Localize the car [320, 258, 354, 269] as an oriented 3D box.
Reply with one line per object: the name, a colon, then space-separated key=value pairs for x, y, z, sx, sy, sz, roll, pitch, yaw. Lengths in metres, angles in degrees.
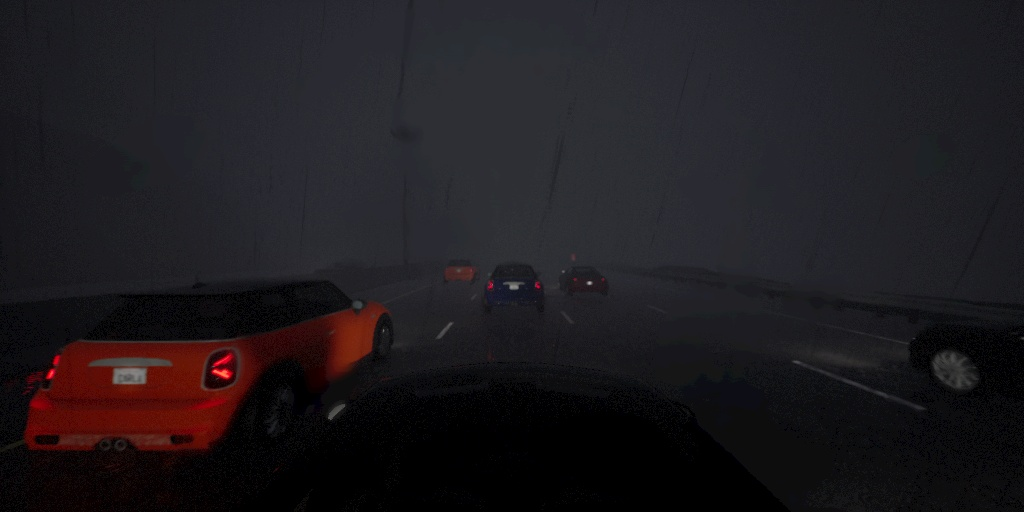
car: x=-24.636 y=1.057 z=50.737 sx=2.033 sy=1.411 sz=5.357 roll=0 pitch=0 yaw=1

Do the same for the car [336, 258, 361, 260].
car: x=-17.655 y=1.052 z=39.408 sx=2.128 sy=1.511 sz=4.902 roll=0 pitch=1 yaw=0

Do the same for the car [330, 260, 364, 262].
car: x=-14.145 y=1.215 z=29.458 sx=1.895 sy=1.301 sz=4.718 roll=0 pitch=0 yaw=0

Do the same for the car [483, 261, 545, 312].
car: x=0.074 y=1.026 z=13.979 sx=2.097 sy=1.767 sz=4.553 roll=0 pitch=0 yaw=0

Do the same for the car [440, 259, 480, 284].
car: x=-3.444 y=0.965 z=25.325 sx=2.097 sy=1.767 sz=4.553 roll=0 pitch=0 yaw=0

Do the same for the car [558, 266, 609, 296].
car: x=3.569 y=1.201 z=18.499 sx=1.994 sy=1.385 sz=4.181 roll=0 pitch=0 yaw=0

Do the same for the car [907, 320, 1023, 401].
car: x=7.065 y=1.226 z=3.515 sx=1.837 sy=1.490 sz=4.892 roll=0 pitch=0 yaw=0

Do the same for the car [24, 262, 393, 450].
car: x=-3.431 y=1.088 z=5.355 sx=2.097 sy=1.767 sz=4.553 roll=0 pitch=0 yaw=0

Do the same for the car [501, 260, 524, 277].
car: x=0.042 y=1.122 z=32.851 sx=1.994 sy=1.385 sz=4.181 roll=0 pitch=0 yaw=0
